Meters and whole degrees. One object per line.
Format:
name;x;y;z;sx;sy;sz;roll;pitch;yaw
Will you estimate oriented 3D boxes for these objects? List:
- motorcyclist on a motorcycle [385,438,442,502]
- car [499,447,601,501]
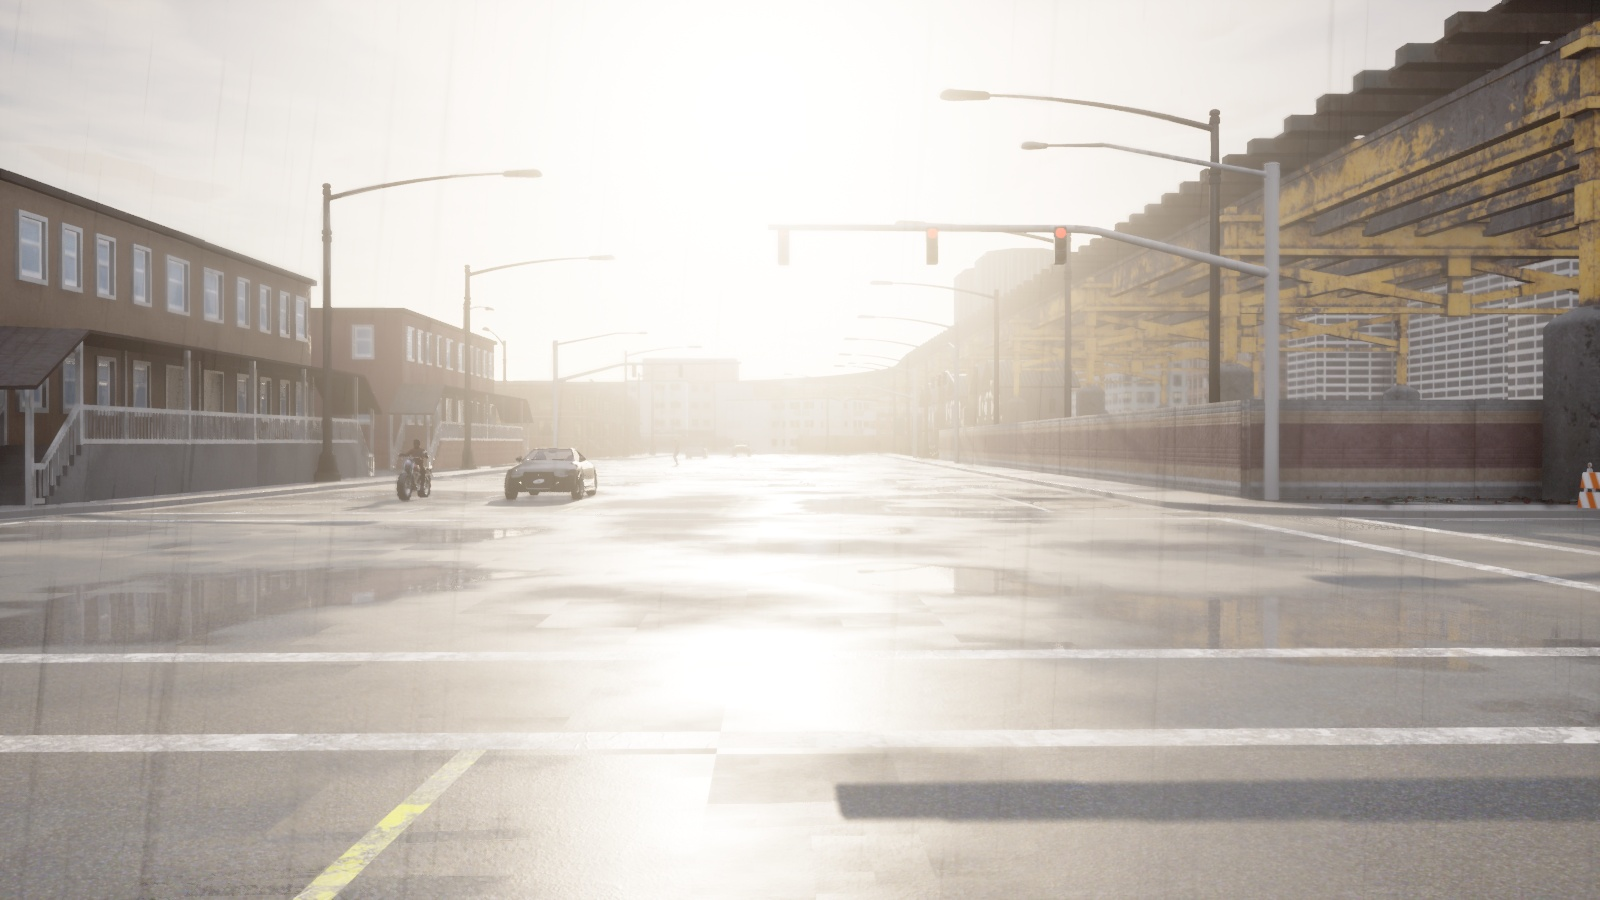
motorcyclist on a motorcycle;-10.294;0.499;33.524;0.766;1.649;2.350;0;0;0
car;-6.793;0.610;34.588;1.994;1.385;4.181;0;0;0
